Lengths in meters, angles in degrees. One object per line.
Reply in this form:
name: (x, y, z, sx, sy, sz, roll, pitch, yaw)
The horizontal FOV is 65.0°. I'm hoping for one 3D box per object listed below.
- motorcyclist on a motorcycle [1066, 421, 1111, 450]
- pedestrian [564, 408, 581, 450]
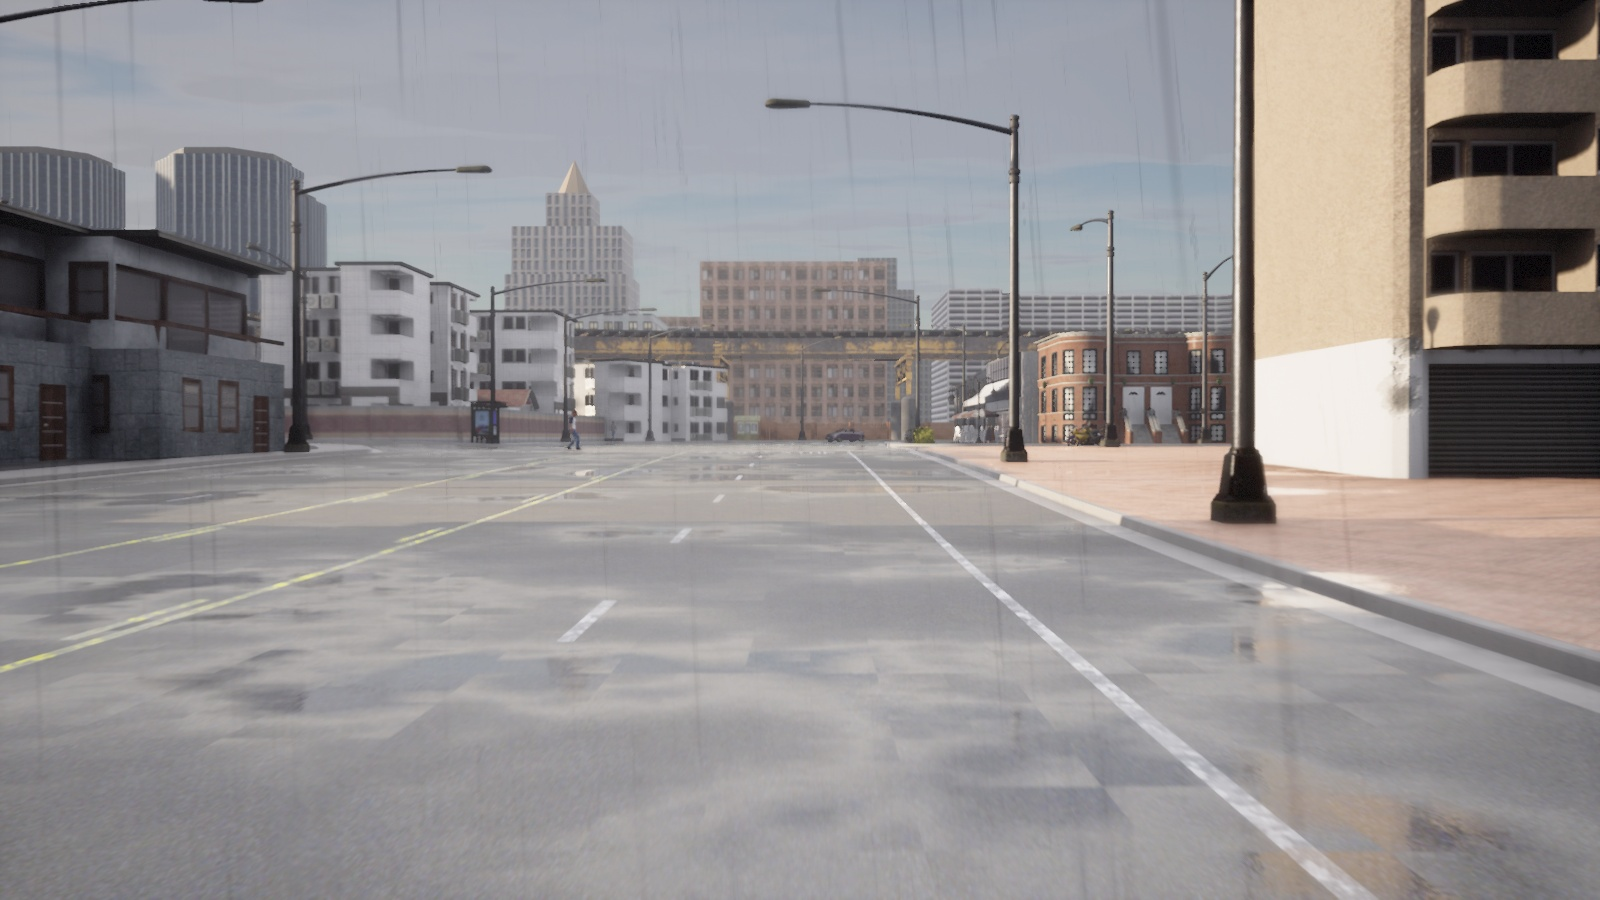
motorcyclist on a motorcycle: (15.421, -0.790, 67.199, 2.191, 1.530, 0.866, 1, 1, 2)
pedestrian: (-10.078, -0.935, 55.676, 0.706, 1.836, 0.354, 0, 1, -3)
